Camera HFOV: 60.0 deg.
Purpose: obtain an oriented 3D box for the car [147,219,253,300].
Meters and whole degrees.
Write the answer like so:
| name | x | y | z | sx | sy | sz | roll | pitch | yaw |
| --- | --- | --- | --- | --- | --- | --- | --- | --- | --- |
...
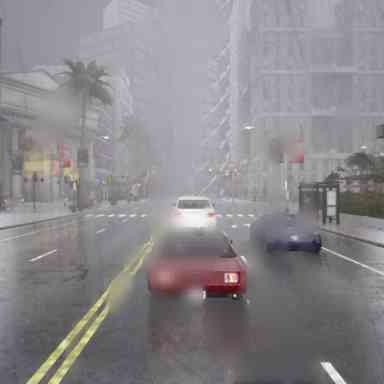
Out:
| name | x | y | z | sx | sy | sz | roll | pitch | yaw |
| --- | --- | --- | --- | --- | --- | --- | --- | --- | --- |
| car | 0.104 | 1.601 | 8.333 | 1.895 | 1.301 | 4.718 | 0 | 0 | 0 |

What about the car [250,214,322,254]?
| name | x | y | z | sx | sy | sz | roll | pitch | yaw |
| --- | --- | --- | --- | --- | --- | --- | --- | --- | --- |
| car | 3.607 | 1.564 | 13.444 | 1.994 | 1.385 | 4.181 | 0 | 0 | 0 |

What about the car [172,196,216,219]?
| name | x | y | z | sx | sy | sz | roll | pitch | yaw |
| --- | --- | --- | --- | --- | --- | --- | --- | --- | --- |
| car | 0.096 | 1.221 | 18.101 | 2.150 | 2.045 | 5.566 | 0 | 0 | 0 |
